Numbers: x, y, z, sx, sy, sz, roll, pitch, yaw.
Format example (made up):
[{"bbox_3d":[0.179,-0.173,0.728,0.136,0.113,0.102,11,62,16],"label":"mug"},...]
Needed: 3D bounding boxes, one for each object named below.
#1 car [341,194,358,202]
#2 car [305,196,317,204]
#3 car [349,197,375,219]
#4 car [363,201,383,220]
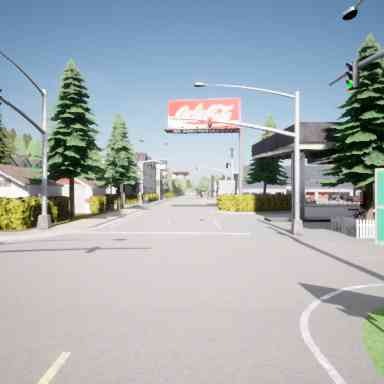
[{"bbox_3d":[34.870,1.489,71.866,2.007,1.523,4.514,0,0,0],"label":"car"},{"bbox_3d":[22.470,1.552,64.069,1.970,1.475,3.806,0,0,0],"label":"car"},{"bbox_3d":[14.356,1.504,24.998,3.866,1.878,1.905,0,0,0],"label":"car"},{"bbox_3d":[18.679,1.672,30.670,4.611,1.667,2.242,0,0,0],"label":"car"}]
